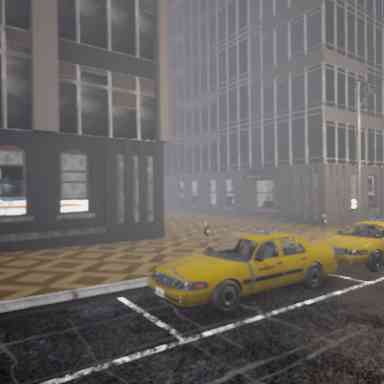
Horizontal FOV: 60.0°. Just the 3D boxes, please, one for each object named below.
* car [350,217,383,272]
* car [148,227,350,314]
[{"bbox_3d":[5.875,1.528,10.763,4.829,1.417,1.752,0,-1,-35],"label":"car"},{"bbox_3d":[1.369,1.527,7.550,4.829,1.417,1.752,0,-1,-35],"label":"car"}]
